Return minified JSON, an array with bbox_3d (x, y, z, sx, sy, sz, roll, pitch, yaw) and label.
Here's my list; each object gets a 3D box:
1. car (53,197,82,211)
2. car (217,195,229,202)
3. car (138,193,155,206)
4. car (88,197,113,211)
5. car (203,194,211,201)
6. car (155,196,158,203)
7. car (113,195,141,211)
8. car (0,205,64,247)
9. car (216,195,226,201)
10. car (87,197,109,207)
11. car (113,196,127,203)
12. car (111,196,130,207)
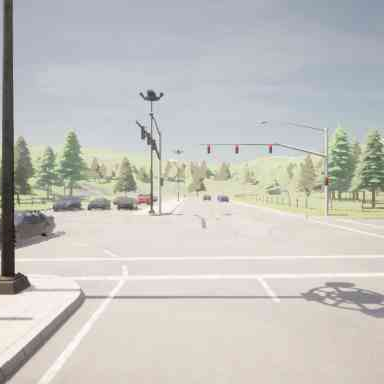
[{"bbox_3d":[-15.070,1.354,40.380,2.097,1.767,4.553,0,0,0],"label":"car"},{"bbox_3d":[7.095,1.478,73.875,1.882,1.535,5.008,0,0,1],"label":"car"},{"bbox_3d":[-8.047,1.221,55.624,2.150,2.045,5.566,0,0,0],"label":"car"},{"bbox_3d":[-11.568,1.564,41.632,1.994,1.385,4.181,0,0,0],"label":"car"},{"bbox_3d":[3.812,1.355,84.021,2.097,1.767,4.553,0,0,2],"label":"car"},{"bbox_3d":[-7.930,1.538,71.503,2.033,1.411,5.357,0,0,0],"label":"car"},{"bbox_3d":[-8.064,1.477,41.751,1.882,1.535,5.008,0,0,0],"label":"car"},{"bbox_3d":[-8.089,1.547,15.338,2.033,1.411,5.357,0,0,0],"label":"car"},{"bbox_3d":[7.320,1.525,84.279,2.128,1.511,4.902,0,0,2],"label":"car"},{"bbox_3d":[-15.051,1.547,53.751,2.033,1.411,5.357,0,0,0],"label":"car"},{"bbox_3d":[-14.944,1.552,69.235,1.994,1.385,4.181,0,0,0],"label":"car"},{"bbox_3d":[-11.549,1.478,54.095,1.882,1.535,5.008,0,0,0],"label":"car"}]
